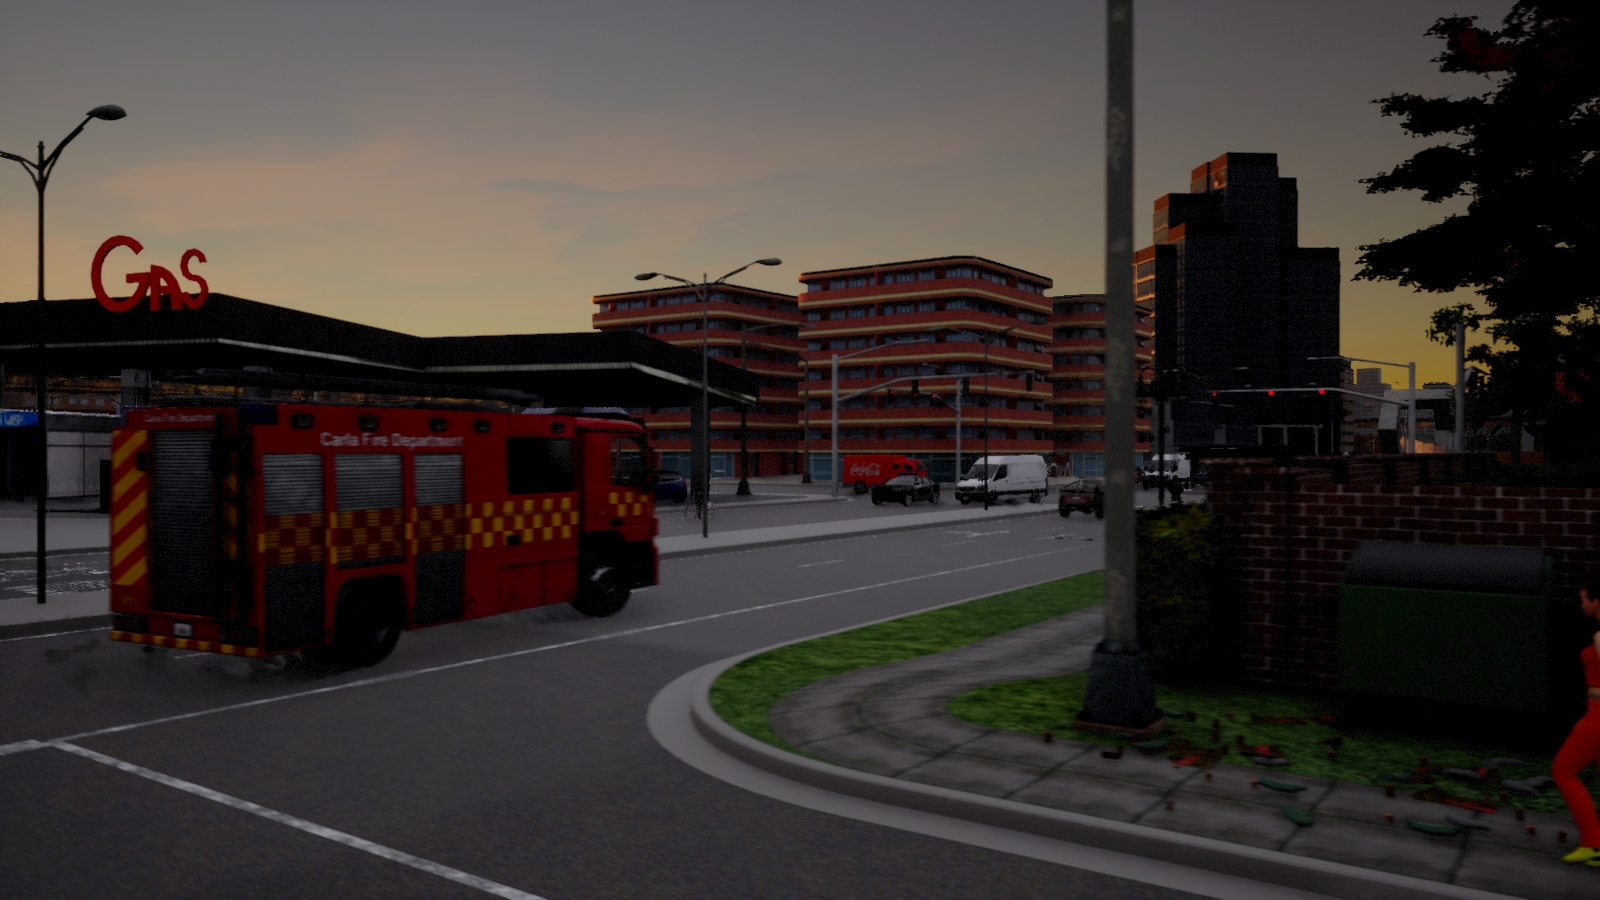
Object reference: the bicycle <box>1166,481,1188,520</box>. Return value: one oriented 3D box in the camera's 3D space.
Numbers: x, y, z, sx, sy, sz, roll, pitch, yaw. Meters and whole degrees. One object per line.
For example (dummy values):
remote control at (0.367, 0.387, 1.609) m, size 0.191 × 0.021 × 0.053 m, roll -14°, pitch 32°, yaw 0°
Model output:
bicycle at (15.321, 2.048, 46.441) m, size 0.329 × 1.496 × 1.835 m, roll 0°, pitch 0°, yaw 35°

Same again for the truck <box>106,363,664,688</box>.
truck at (-5.734, 0.890, 17.851) m, size 2.891 × 3.827 × 8.468 m, roll 0°, pitch 0°, yaw 27°

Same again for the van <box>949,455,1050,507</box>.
van at (10.390, 1.534, 59.149) m, size 5.915 × 2.561 × 1.988 m, roll 0°, pitch -1°, yaw -43°

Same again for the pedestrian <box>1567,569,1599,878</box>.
pedestrian at (5.070, 1.696, 7.106) m, size 0.375 × 1.860 × 0.375 m, roll 0°, pitch 0°, yaw -30°

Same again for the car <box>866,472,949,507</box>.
car at (5.554, 1.982, 58.447) m, size 2.097 × 1.638 × 5.238 m, roll 0°, pitch 0°, yaw 32°

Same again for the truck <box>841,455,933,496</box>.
truck at (5.474, 1.564, 72.232) m, size 5.204 × 2.467 × 2.627 m, roll 0°, pitch 0°, yaw 34°

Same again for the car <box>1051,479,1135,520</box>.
car at (12.432, 2.040, 48.289) m, size 2.007 × 1.525 × 4.514 m, roll 0°, pitch 0°, yaw 34°

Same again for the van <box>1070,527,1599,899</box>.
van at (3.516, 1.534, 1.317) m, size 5.915 × 2.561 × 1.988 m, roll 0°, pitch 0°, yaw 35°

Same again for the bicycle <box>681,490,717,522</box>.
bicycle at (-3.974, 2.198, 44.997) m, size 0.329 × 1.196 × 1.835 m, roll 0°, pitch 0°, yaw 34°
